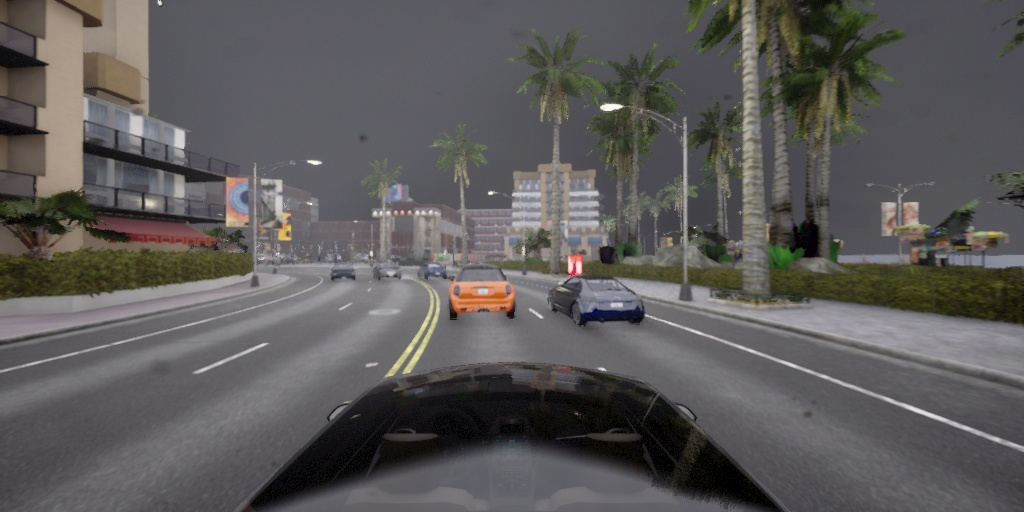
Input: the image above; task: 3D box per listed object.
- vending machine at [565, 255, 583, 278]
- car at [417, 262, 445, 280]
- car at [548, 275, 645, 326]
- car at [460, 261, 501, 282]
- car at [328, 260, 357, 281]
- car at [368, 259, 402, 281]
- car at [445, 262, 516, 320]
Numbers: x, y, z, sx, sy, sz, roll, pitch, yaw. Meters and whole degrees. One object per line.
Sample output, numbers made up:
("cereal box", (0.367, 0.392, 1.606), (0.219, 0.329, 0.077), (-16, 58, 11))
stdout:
("vending machine", (5.406, 0.912, 30.506), (1.100, 2.100, 0.880), (0, 0, -21))
("car", (-7.131, 1.287, 31.833), (1.812, 1.442, 4.674), (0, 0, -25))
("car", (2.547, 1.300, 11.708), (1.994, 1.385, 4.181), (0, 0, -8))
("car", (-2.768, 1.238, 30.644), (2.128, 1.511, 4.902), (0, 0, -22))
("car", (-14.384, 1.337, 30.603), (2.033, 1.411, 5.357), (0, 0, -27))
("car", (-10.809, 1.267, 30.962), (2.128, 1.511, 4.902), (0, 0, -27))
("car", (-1.202, 1.100, 12.979), (2.097, 1.767, 4.553), (0, 0, -9))
